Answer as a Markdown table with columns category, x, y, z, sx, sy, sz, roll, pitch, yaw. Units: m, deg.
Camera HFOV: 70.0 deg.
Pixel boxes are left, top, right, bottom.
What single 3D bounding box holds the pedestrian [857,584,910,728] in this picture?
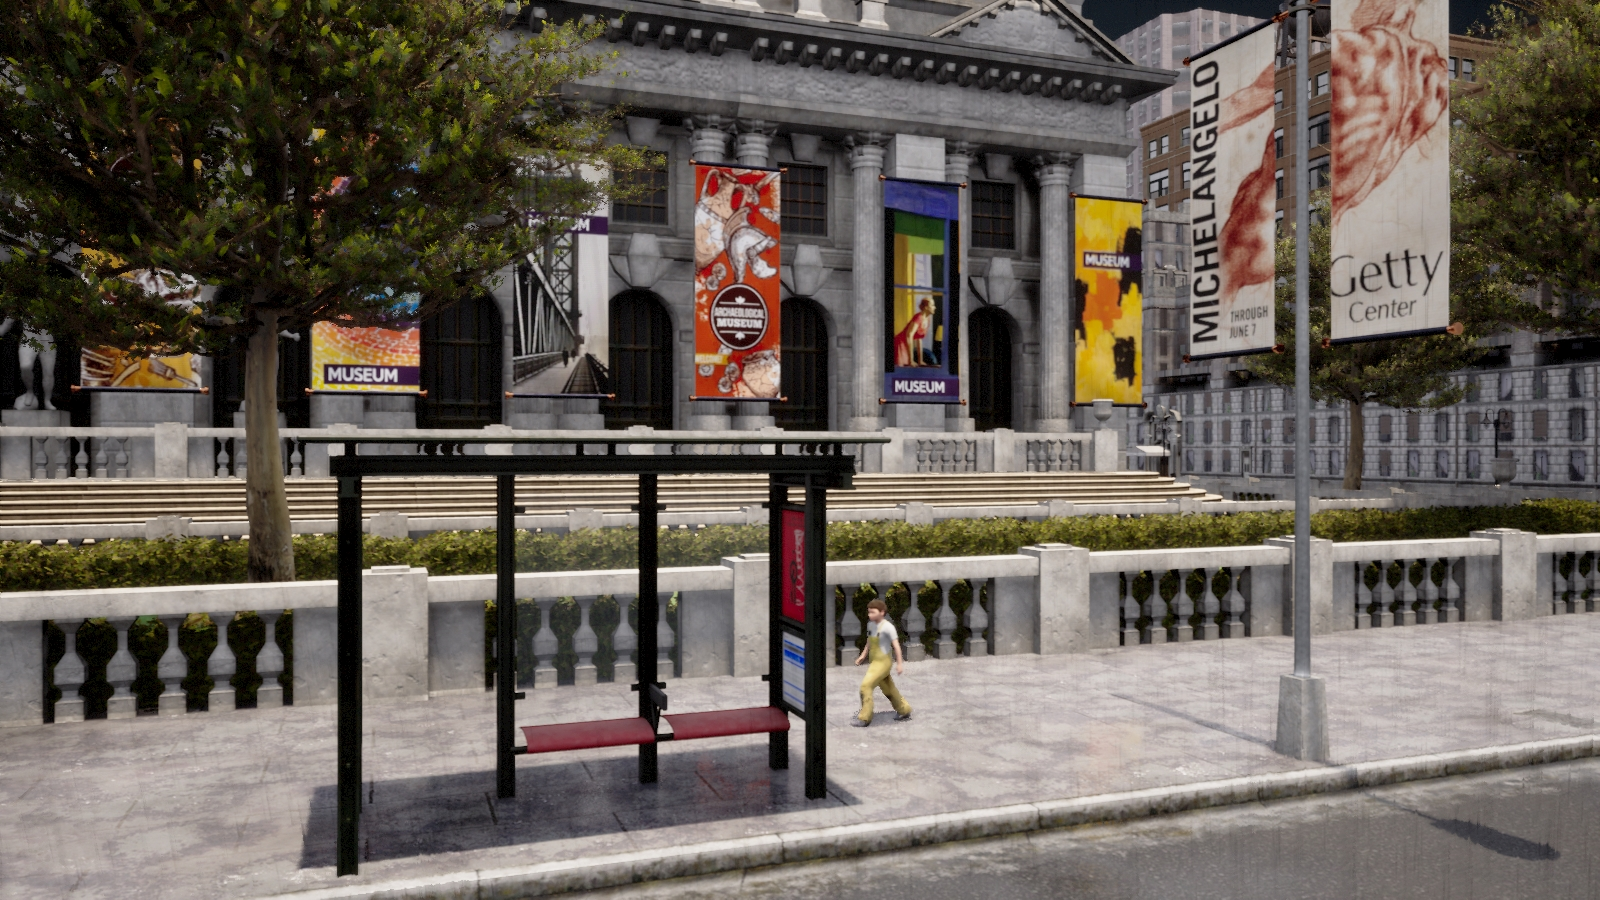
| category | x | y | z | sx | sy | sz | roll | pitch | yaw |
| --- | --- | --- | --- | --- | --- | --- | --- | --- | --- |
| pedestrian | 0.804 | 1.975 | 11.056 | 0.375 | 1.300 | 0.375 | 0 | 0 | -25 |
